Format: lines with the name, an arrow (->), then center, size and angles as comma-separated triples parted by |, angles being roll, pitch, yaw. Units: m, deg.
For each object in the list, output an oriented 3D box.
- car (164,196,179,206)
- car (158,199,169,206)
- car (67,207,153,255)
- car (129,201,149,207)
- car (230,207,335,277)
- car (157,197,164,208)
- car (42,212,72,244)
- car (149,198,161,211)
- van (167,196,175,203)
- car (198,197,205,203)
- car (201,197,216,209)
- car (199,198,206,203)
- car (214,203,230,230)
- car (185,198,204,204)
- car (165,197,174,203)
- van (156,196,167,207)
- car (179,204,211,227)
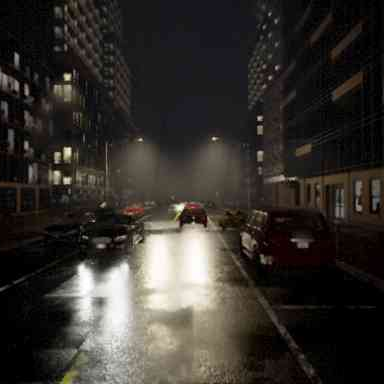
car -> -3.006, 1.568, 54.873 | 1.994, 1.385, 4.181 | 0, 0, 0
car -> -5.694, 2.020, 67.394 | 1.802, 1.307, 4.206 | 0, 0, 0
car -> -3.103, 1.588, 13.764 | 2.128, 1.511, 4.902 | 0, 0, 0
car -> -5.690, 1.807, 33.239 | 1.802, 1.307, 4.206 | 0, 0, 0
car -> 2.693, 1.389, 10.463 | 2.192, 1.841, 5.009 | 0, 0, 0
car -> -5.693, 1.913, 56.009 | 1.887, 1.381, 4.507 | 0, 0, 0
car -> -5.689, 1.663, 16.164 | 2.008, 1.369, 4.403 | 0, 0, 0
car -> -5.692, 1.848, 44.625 | 2.008, 1.369, 4.403 | 0, 0, 0
van -> -5.694, 1.913, 90.164 | 1.690, 1.788, 3.998 | 0, 0, 0
car -> 2.685, 2.099, 90.318 | 1.752, 1.417, 4.829 | 0, 0, 0
car -> 2.688, 1.899, 50.305 | 1.947, 1.339, 4.313 | 0, 0, 0
car -> 2.685, 2.121, 84.456 | 1.802, 1.307, 4.206 | 0, 0, 0
car -> 2.691, 1.677, 22.015 | 1.752, 1.417, 4.829 | 0, 0, 0
car -> 0.096, 1.842, 41.661 | 1.994, 1.385, 4.181 | 0, 0, 0
car -> -5.694, 1.979, 84.470 | 1.967, 1.590, 4.097 | 0, 0, 0
van -> -5.692, 1.744, 61.703 | 1.690, 1.788, 3.998 | 0, 0, 0
car -> 0.098, 1.766, 23.995 | 1.895, 1.301, 4.718 | 0, 0, 0
